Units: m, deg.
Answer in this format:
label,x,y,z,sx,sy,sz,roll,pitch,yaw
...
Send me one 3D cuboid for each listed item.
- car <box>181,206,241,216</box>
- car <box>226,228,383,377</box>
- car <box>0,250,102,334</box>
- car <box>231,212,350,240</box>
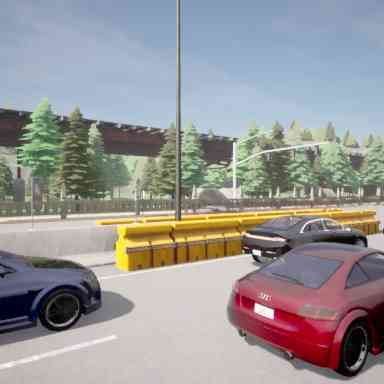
label,x,y,z,sx,sy,sz,roll,pitch,yaw
car,1.167,1.601,22.036,4.718,1.301,1.895,0,0,-36
car,2.603,1.564,5.616,4.181,1.385,1.994,0,0,-35
car,-3.664,1.564,5.429,4.181,1.385,1.994,0,0,-36
car,3.796,1.491,10.762,4.902,1.511,2.128,0,0,-36
